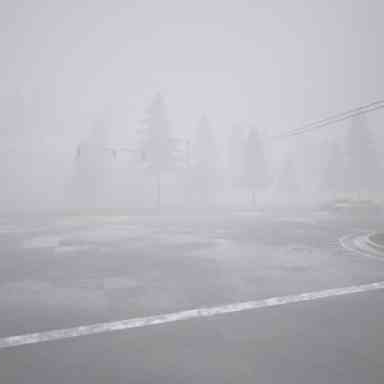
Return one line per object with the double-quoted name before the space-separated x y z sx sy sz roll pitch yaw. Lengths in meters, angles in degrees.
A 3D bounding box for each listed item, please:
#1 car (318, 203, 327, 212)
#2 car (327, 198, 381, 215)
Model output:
"car" 16.471 1.504 37.314 4.892 1.490 1.837 0 0 -16
"car" 16.715 1.478 33.737 5.008 1.535 1.882 0 0 -17
